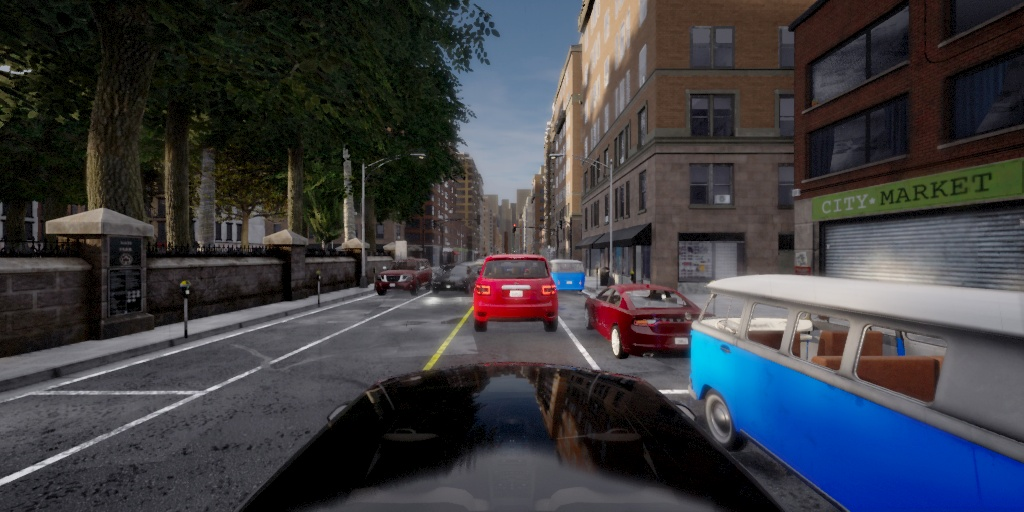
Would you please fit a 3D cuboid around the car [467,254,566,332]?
[{"bbox_3d":[0.092,0.970,11.019,2.150,2.045,5.566,0,0,0],"label":"car"}]

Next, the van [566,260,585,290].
[{"bbox_3d":[2.847,1.086,19.582,1.690,1.789,3.998,0,0,0],"label":"van"}]

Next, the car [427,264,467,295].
[{"bbox_3d":[-3.089,1.250,19.892,1.837,1.490,4.892,0,0,0],"label":"car"}]

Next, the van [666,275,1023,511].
[{"bbox_3d":[2.856,1.091,2.600,1.690,1.789,3.998,0,0,0],"label":"van"}]

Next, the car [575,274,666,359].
[{"bbox_3d":[2.853,1.294,8.261,1.888,1.381,4.507,0,0,0],"label":"car"}]

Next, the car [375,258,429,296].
[{"bbox_3d":[-5.678,1.059,19.537,2.192,1.841,5.009,0,0,0],"label":"car"}]
